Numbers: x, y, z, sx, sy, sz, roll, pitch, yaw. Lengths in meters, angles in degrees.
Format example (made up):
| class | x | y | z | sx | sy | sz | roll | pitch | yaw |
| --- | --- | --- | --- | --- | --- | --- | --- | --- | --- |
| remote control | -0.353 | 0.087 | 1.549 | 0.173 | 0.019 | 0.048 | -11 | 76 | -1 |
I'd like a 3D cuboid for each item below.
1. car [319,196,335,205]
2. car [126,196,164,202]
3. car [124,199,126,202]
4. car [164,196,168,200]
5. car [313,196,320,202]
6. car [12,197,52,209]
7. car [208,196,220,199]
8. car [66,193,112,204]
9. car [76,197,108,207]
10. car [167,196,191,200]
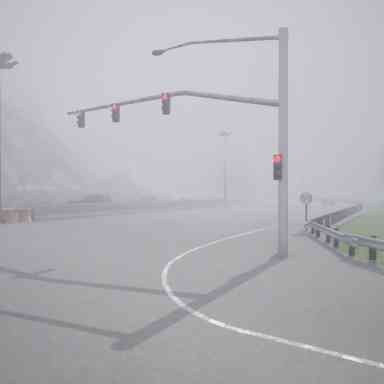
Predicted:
| class | x | y | z | sx | sy | sz | roll | pitch | yaw |
| --- | --- | --- | --- | --- | --- | --- | --- | --- | --- |
| car | 24.174 | 1.550 | 59.032 | 1.994 | 1.385 | 4.181 | 0 | 0 | 20 |
| car | -6.434 | 1.293 | 45.769 | 2.097 | 1.767 | 4.553 | 0 | 0 | 32 |
| car | -10.058 | 1.522 | 59.865 | 1.895 | 1.301 | 4.718 | 0 | 0 | 29 |
| car | -5.487 | 1.468 | 69.158 | 2.033 | 1.411 | 5.357 | 0 | 0 | 22 |
| car | 28.103 | 1.521 | 72.927 | 2.033 | 1.411 | 5.357 | 0 | 0 | 7 |
| car | -20.615 | 1.407 | 42.958 | 2.128 | 1.511 | 4.902 | 0 | 0 | 33 |
| car | 4.267 | 1.506 | 65.736 | 1.994 | 1.385 | 4.181 | 0 | 0 | 21 |
| car | -11.535 | 1.162 | 37.675 | 2.150 | 2.045 | 5.566 | 0 | 0 | 33 |
| car | -15.356 | 1.444 | 51.248 | 1.812 | 1.442 | 4.674 | 0 | 0 | 33 |
| car | -1.534 | 1.544 | 53.749 | 1.895 | 1.301 | 4.718 | 0 | 0 | 30 |
